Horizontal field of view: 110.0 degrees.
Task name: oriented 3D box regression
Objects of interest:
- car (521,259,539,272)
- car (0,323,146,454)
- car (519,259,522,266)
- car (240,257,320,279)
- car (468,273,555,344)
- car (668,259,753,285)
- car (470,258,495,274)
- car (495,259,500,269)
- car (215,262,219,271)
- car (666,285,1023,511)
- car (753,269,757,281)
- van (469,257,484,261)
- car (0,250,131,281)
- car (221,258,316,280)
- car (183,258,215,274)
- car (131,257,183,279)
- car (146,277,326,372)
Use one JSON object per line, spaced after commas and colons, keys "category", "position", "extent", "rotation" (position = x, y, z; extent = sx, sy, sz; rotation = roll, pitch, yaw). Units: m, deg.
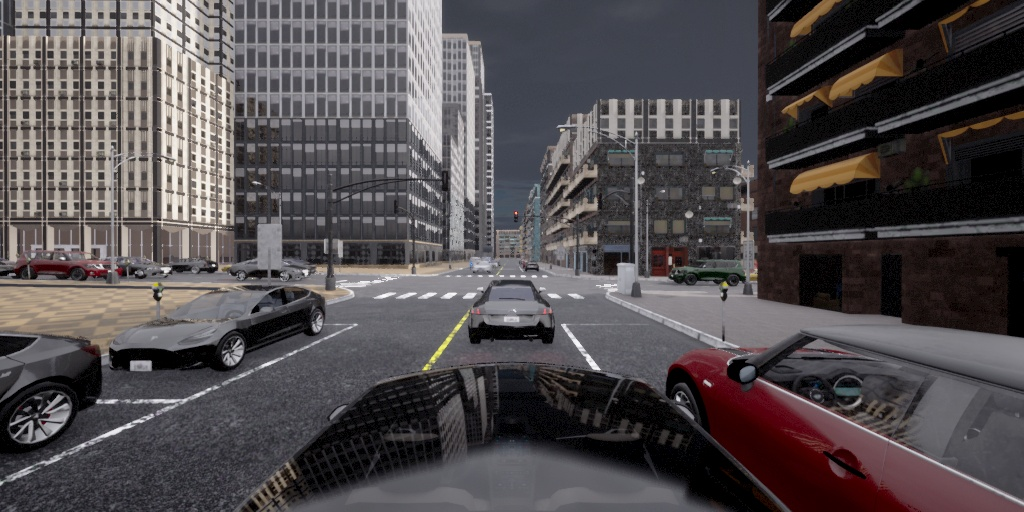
{"category": "car", "position": [2.575, 1.319, 47.351], "extent": [1.948, 1.339, 4.313], "rotation": [0, 0, 0]}
{"category": "car", "position": [-5.688, 1.316, 2.437], "extent": [1.948, 1.339, 4.313], "rotation": [0, 0, 0]}
{"category": "car", "position": [2.548, 1.300, 57.318], "extent": [1.888, 1.381, 4.507], "rotation": [0, 0, 0]}
{"category": "car", "position": [-18.051, 0.927, 28.097], "extent": [4.902, 1.511, 2.128], "rotation": [1, 0, -1]}
{"category": "car", "position": [-0.015, 1.313, 9.616], "extent": [1.994, 1.385, 4.181], "rotation": [0, 0, 0]}
{"category": "car", "position": [15.514, 1.289, 28.581], "extent": [5.566, 2.045, 2.150], "rotation": [1, 0, -1]}
{"category": "car", "position": [-3.272, 1.277, 40.419], "extent": [1.812, 1.442, 4.674], "rotation": [0, 0, 2]}
{"category": "car", "position": [-3.230, 1.355, 55.394], "extent": [1.895, 1.301, 4.718], "rotation": [0, 0, 0]}
{"category": "car", "position": [-22.117, 0.879, 30.739], "extent": [4.829, 1.417, 1.751], "rotation": [0, 0, -1]}
{"category": "car", "position": [2.693, 1.190, 2.460], "extent": [1.967, 1.591, 4.097], "rotation": [0, 0, 0]}
{"category": "car", "position": [21.291, 1.697, 31.256], "extent": [4.829, 1.417, 1.751], "rotation": [0, 0, -1]}
{"category": "van", "position": [-5.832, 1.096, 57.295], "extent": [1.690, 1.789, 3.998], "rotation": [0, 0, 0]}
{"category": "car", "position": [-27.436, 0.590, 22.195], "extent": [5.009, 1.841, 2.192], "rotation": [0, 0, -1]}
{"category": "car", "position": [-16.787, 0.959, 24.939], "extent": [4.902, 1.511, 2.128], "rotation": [1, 0, -1]}
{"category": "car", "position": [-27.561, 0.815, 30.575], "extent": [4.313, 1.339, 1.948], "rotation": [0, 0, -1]}
{"category": "car", "position": [-26.360, 0.780, 24.802], "extent": [4.902, 1.511, 2.128], "rotation": [1, 0, -1]}
{"category": "car", "position": [-5.702, 1.315, 7.684], "extent": [1.948, 1.339, 4.313], "rotation": [0, 0, 0]}
